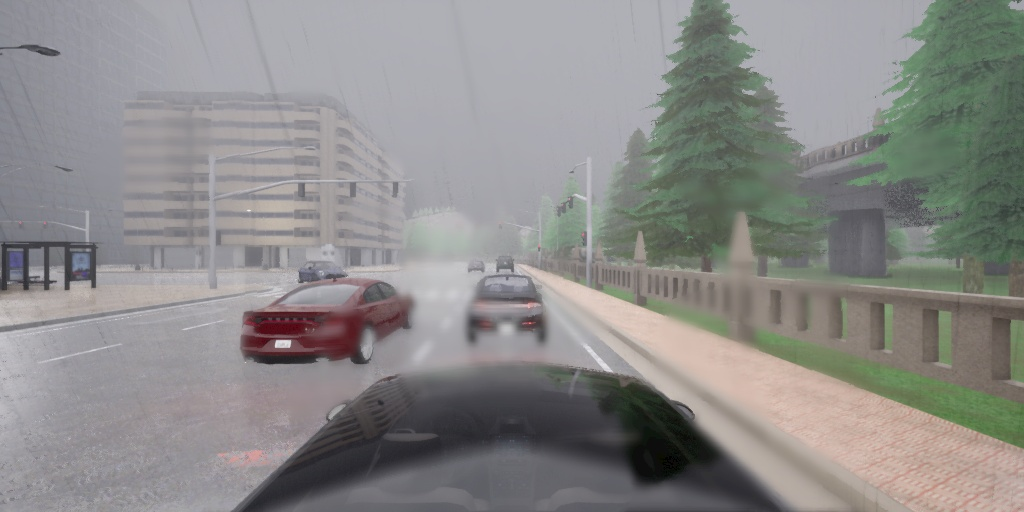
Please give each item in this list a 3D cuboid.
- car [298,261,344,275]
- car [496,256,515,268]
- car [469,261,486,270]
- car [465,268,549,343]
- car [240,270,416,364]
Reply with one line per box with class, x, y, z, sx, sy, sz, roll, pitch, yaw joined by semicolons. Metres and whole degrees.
car;-13.441;1.139;25.517;4.553;1.767;2.097;0;0;42
car;-0.867;0.971;45.295;2.150;2.045;5.566;0;0;-1
car;-4.370;1.298;44.995;2.033;1.411;5.357;0;0;-1
car;-0.128;1.242;9.656;2.128;1.511;4.902;0;0;-1
car;-3.596;1.228;8.095;1.882;1.535;5.008;0;0;0
